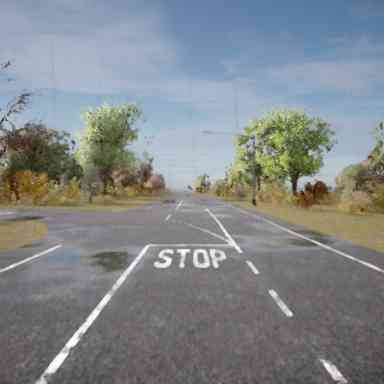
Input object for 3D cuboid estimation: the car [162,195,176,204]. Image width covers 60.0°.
[{"bbox_3d":[-3.609,1.183,52.317,1.994,1.385,4.181,0,0,0],"label":"car"}]
